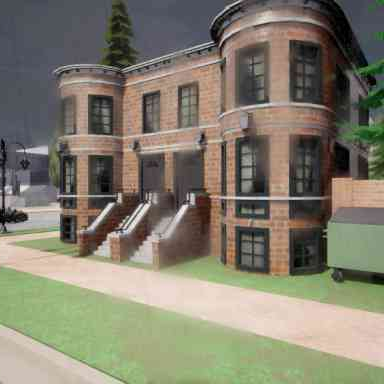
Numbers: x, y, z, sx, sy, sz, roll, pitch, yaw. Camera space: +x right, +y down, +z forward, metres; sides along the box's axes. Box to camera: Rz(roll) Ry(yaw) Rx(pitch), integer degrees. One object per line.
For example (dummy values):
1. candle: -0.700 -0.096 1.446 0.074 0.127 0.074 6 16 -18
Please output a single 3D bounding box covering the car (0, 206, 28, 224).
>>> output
1. car: -13.676 1.564 23.043 1.994 1.385 4.181 0 0 35
